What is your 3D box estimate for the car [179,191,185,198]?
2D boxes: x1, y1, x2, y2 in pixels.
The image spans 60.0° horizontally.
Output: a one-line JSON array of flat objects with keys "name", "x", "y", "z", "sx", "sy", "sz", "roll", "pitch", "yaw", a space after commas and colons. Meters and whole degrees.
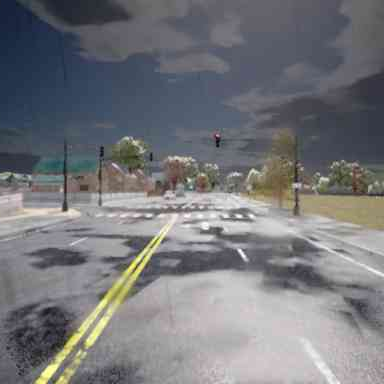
[{"name": "car", "x": -2.792, "y": 0.593, "z": 81.311, "sx": 1.837, "sy": 1.490, "sz": 4.892, "roll": 0, "pitch": 1, "yaw": 5}]

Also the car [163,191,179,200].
[{"name": "car", "x": -4.213, "y": 0.798, "z": 63.685, "sx": 1.812, "sy": 1.442, "sz": 4.674, "roll": 0, "pitch": 1, "yaw": 4}]
